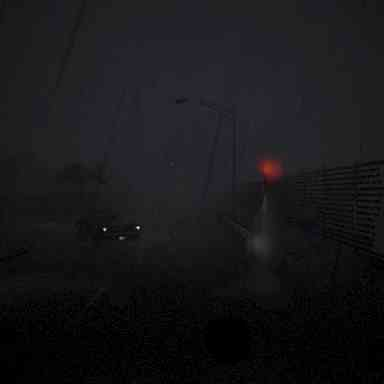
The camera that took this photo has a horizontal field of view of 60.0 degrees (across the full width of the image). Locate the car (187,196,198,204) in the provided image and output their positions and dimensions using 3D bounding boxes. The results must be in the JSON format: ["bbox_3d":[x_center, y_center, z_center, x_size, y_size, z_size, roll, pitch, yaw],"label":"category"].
[{"bbox_3d":[0.101,1.501,63.160,1.837,1.490,4.892,0,0,0],"label":"car"}]

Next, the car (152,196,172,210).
[{"bbox_3d":[-4.029,1.561,43.362,1.994,1.385,4.181,0,0,0],"label":"car"}]

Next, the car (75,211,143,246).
[{"bbox_3d":[-4.023,1.600,15.633,1.895,1.301,4.718,0,0,-32],"label":"car"}]

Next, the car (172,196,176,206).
[{"bbox_3d":[-4.007,1.474,53.433,1.882,1.535,5.008,0,0,0],"label":"car"}]
